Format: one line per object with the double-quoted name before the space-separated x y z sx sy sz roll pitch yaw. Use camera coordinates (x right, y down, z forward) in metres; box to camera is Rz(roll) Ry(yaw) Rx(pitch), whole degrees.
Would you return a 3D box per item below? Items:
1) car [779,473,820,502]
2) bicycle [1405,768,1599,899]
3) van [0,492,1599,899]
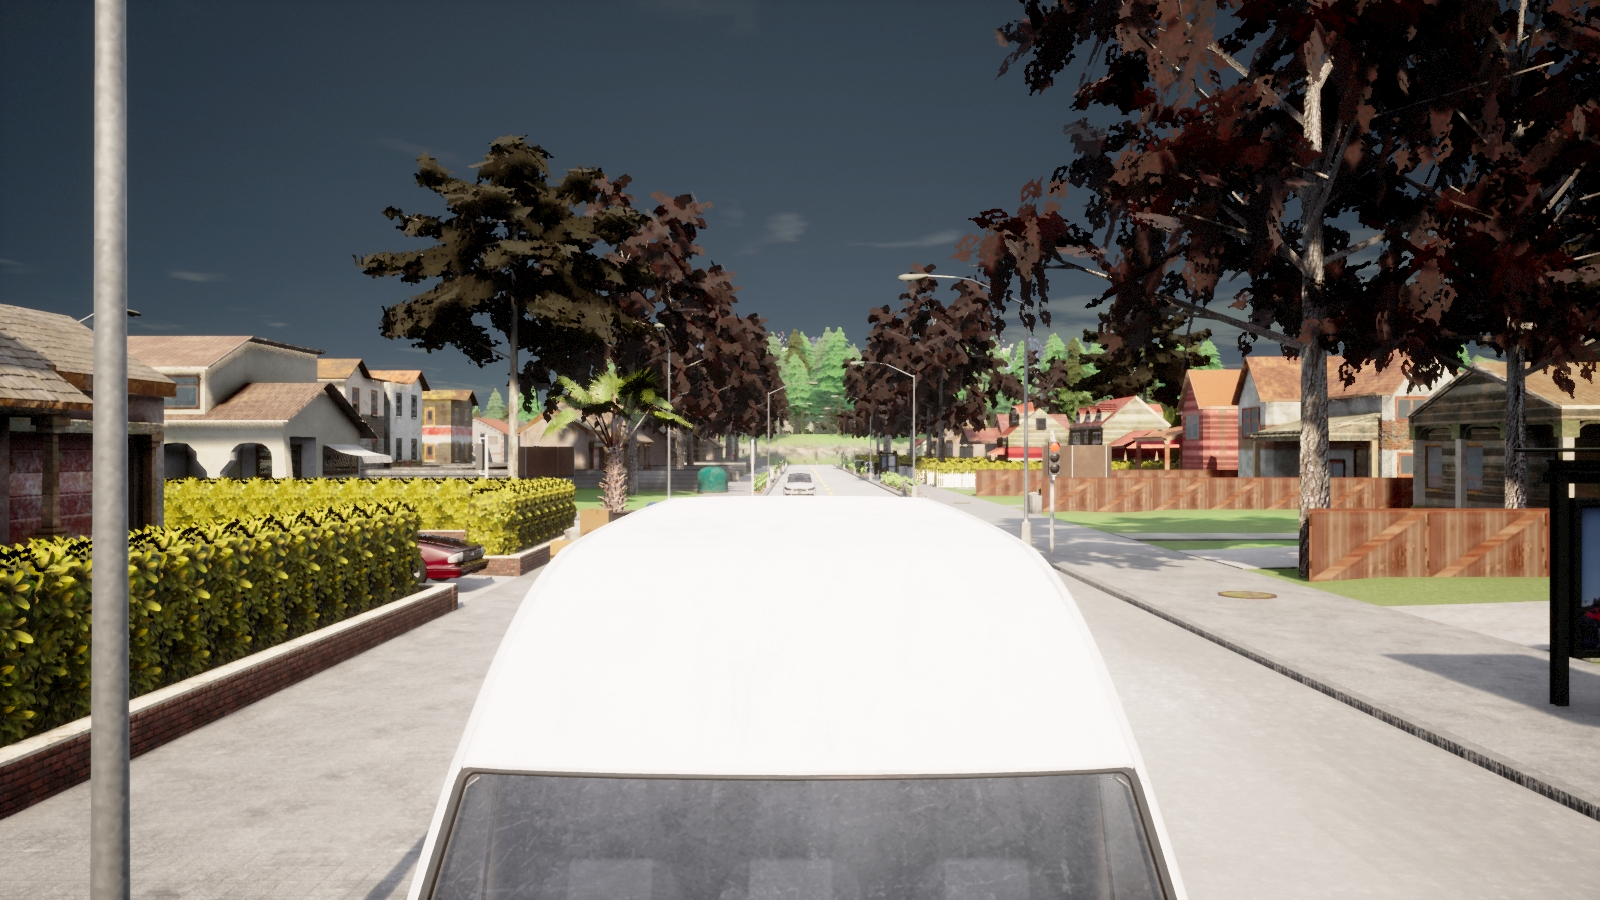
"car" -0.024 2.087 64.511 2.231 1.480 4.892 0 0 0
"bicycle" 2.687 2.062 3.843 0.329 1.471 1.835 0 0 0
"van" 0.002 1.537 4.030 1.988 2.561 5.915 0 0 0
